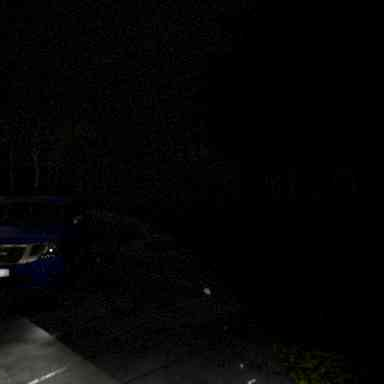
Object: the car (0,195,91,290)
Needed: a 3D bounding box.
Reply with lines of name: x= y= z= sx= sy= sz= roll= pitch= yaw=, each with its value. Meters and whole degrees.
car: x=-4.088 y=1.140 z=8.986 sx=2.150 sy=2.045 sz=5.566 roll=0 pitch=1 yaw=-10
